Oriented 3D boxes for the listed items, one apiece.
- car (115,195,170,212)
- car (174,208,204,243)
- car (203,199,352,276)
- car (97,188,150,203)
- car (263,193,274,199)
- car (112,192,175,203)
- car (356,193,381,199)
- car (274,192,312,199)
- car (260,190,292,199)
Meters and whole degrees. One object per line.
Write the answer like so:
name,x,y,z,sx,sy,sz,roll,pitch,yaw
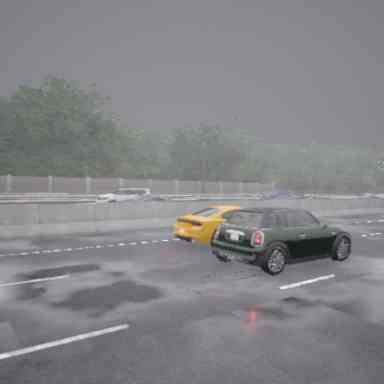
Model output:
car,-4.553,0.998,30.721,4.674,1.442,1.812,0,1,-35
car,1.665,1.293,13.612,5.008,1.535,1.882,0,1,-35
car,2.886,1.236,10.191,4.553,1.767,2.097,0,1,-35
car,-6.678,0.624,33.492,5.566,2.045,2.150,1,1,-35
car,11.509,1.109,41.908,4.181,1.385,1.994,0,1,-34
car,-3.573,1.031,27.139,4.902,1.511,2.128,0,1,-35
car,25.011,0.924,47.044,4.674,1.442,1.812,0,1,-35
car,11.999,1.114,38.001,4.892,1.490,1.837,1,1,-34
car,11.958,0.708,46.450,5.566,2.045,2.150,1,1,-35
